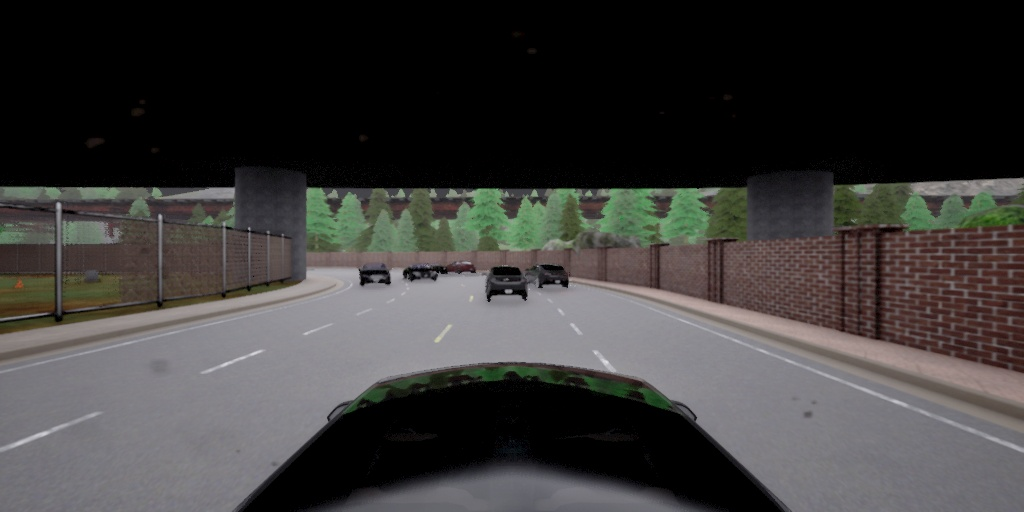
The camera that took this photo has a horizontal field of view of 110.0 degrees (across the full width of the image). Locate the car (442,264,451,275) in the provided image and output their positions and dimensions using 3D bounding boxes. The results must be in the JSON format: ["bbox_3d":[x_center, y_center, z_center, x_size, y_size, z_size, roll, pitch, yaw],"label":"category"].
[{"bbox_3d":[-8.632,1.298,37.167,1.895,1.301,4.718,0,0,-39],"label":"car"}]

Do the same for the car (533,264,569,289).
[{"bbox_3d":[2.104,1.223,23.107,1.837,1.490,4.892,1,0,-13],"label":"car"}]

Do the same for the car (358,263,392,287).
[{"bbox_3d":[-9.317,1.207,24.407,2.128,1.511,4.902,0,0,-23],"label":"car"}]

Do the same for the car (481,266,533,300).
[{"bbox_3d":[-0.391,1.231,17.457,1.837,1.490,4.892,0,0,-6],"label":"car"}]

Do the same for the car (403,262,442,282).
[{"bbox_3d":[-7.274,1.274,28.240,1.994,1.385,4.181,0,0,-28],"label":"car"}]

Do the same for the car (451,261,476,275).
[{"bbox_3d":[-5.628,1.220,38.814,1.812,1.442,4.674,0,0,-38],"label":"car"}]
